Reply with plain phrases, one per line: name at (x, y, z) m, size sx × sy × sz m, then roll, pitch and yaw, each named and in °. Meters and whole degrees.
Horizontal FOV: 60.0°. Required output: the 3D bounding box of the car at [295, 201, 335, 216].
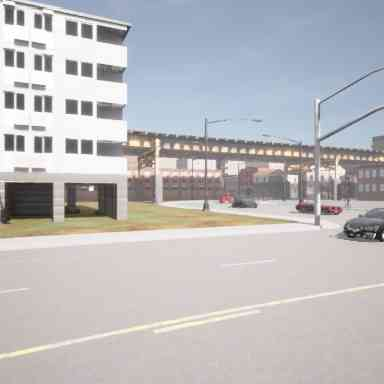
car at (12.714, 1.601, 33.447) m, size 1.895 × 1.301 × 4.718 m, roll 0°, pitch 0°, yaw -25°

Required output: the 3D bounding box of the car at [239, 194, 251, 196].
car at (11.230, 1.525, 75.429) m, size 2.128 × 1.511 × 4.902 m, roll 0°, pitch 0°, yaw 41°

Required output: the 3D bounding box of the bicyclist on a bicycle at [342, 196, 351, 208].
bicyclist on a bicycle at (20.163, 1.303, 43.359) m, size 1.656 × 1.620 × 0.582 m, roll 0°, pitch 0°, yaw -25°

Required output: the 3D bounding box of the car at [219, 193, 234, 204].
car at (6.648, 1.221, 65.723) m, size 2.150 × 2.045 × 5.566 m, roll 0°, pitch 0°, yaw 11°

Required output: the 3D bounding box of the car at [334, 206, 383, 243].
car at (9.466, 1.505, 15.998) m, size 4.892 × 1.490 × 1.837 m, roll 0°, pitch 1°, yaw -26°

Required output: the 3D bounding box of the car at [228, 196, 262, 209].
car at (7.165, 1.562, 45.308) m, size 1.994 × 1.385 × 4.181 m, roll 0°, pitch 0°, yaw -24°
